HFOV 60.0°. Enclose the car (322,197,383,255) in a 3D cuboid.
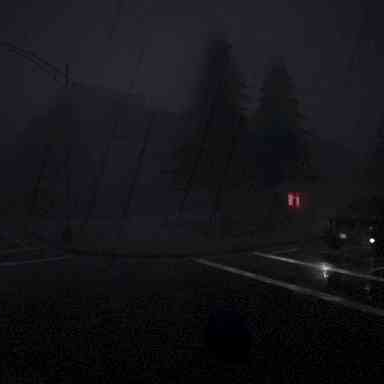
[{"bbox_3d":[7.713,1.248,13.737,5.566,2.045,2.150,0,0,-37],"label":"car"}]
